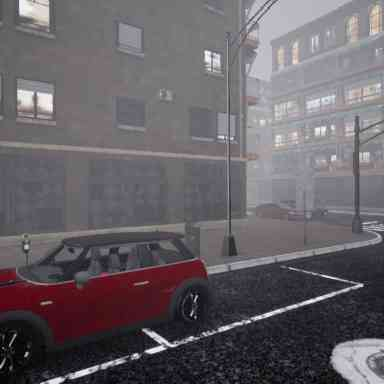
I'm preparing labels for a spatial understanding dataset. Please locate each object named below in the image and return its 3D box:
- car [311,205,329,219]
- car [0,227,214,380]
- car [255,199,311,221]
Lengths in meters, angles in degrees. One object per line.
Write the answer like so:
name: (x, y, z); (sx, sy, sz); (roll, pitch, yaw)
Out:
car: (8.879, 1.347, 27.703); (1.882, 1.535, 5.008); (-1, 1, -35)
car: (-1.698, 1.440, 5.408); (4.097, 1.590, 1.967); (0, 0, -35)
car: (6.792, 1.472, 26.182); (1.802, 1.307, 4.206); (0, 0, -35)
